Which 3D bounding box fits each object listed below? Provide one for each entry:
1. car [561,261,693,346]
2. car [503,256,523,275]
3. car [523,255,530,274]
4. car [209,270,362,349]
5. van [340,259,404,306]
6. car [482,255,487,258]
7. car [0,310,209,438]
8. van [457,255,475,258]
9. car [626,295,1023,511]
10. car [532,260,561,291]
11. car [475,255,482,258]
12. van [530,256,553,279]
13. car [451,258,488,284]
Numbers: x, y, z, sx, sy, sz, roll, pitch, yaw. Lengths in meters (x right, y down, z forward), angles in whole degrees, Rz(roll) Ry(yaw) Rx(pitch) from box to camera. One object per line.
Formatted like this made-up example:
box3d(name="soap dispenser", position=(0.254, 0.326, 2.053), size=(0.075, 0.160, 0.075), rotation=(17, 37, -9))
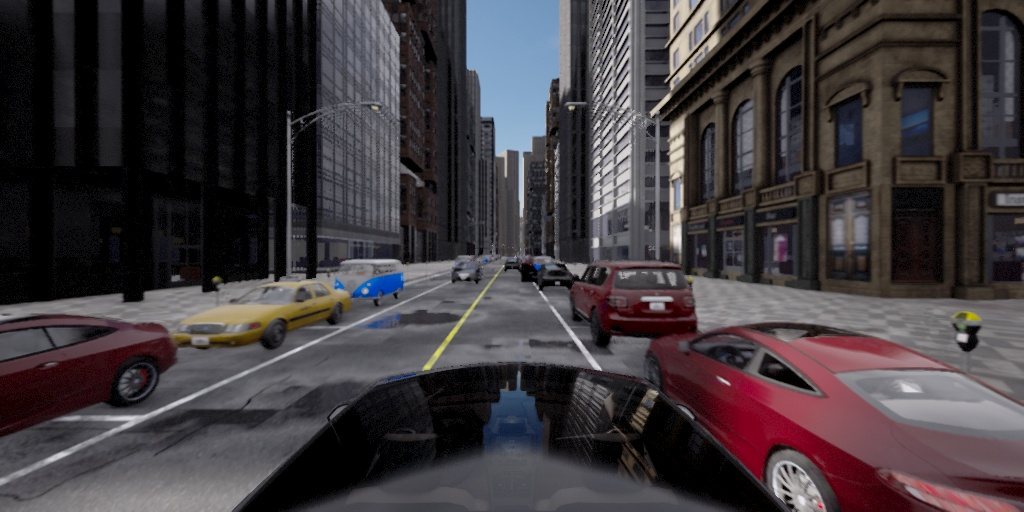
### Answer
box3d(name="car", position=(2.764, 1.025, 9.224), size=(2.192, 1.841, 5.009), rotation=(0, 0, 0))
box3d(name="car", position=(0.045, 1.044, 42.439), size=(1.837, 1.490, 4.892), rotation=(0, 0, 1))
box3d(name="car", position=(2.774, 0.852, 42.878), size=(2.192, 1.841, 5.009), rotation=(0, 0, 0))
box3d(name="car", position=(-5.761, 1.236, 9.044), size=(1.751, 1.417, 4.829), rotation=(0, 0, 0))
box3d(name="van", position=(-5.759, 1.022, 14.824), size=(1.690, 1.789, 3.998), rotation=(0, 0, 0))
box3d(name="car", position=(-5.747, 1.004, 59.698), size=(2.007, 1.370, 4.403), rotation=(0, 0, 0))
box3d(name="car", position=(-5.763, 1.322, 3.605), size=(1.802, 1.307, 4.207), rotation=(0, 0, 0))
box3d(name="van", position=(-5.752, 0.878, 42.871), size=(1.690, 1.789, 3.998), rotation=(0, 0, 0))
box3d(name="car", position=(2.763, 1.322, 3.615), size=(1.802, 1.307, 4.207), rotation=(0, 0, 0))
box3d(name="car", position=(2.360, 1.154, 21.000), size=(1.837, 1.490, 4.892), rotation=(0, 0, 0))
box3d(name="car", position=(-5.750, 0.824, 48.480), size=(2.192, 1.841, 5.009), rotation=(0, 0, 0))
box3d(name="van", position=(2.770, 0.935, 31.660), size=(1.690, 1.789, 3.998), rotation=(0, 0, 0))
box3d(name="car", position=(-3.090, 1.118, 25.385), size=(2.128, 1.511, 4.902), rotation=(0, 0, 0))
